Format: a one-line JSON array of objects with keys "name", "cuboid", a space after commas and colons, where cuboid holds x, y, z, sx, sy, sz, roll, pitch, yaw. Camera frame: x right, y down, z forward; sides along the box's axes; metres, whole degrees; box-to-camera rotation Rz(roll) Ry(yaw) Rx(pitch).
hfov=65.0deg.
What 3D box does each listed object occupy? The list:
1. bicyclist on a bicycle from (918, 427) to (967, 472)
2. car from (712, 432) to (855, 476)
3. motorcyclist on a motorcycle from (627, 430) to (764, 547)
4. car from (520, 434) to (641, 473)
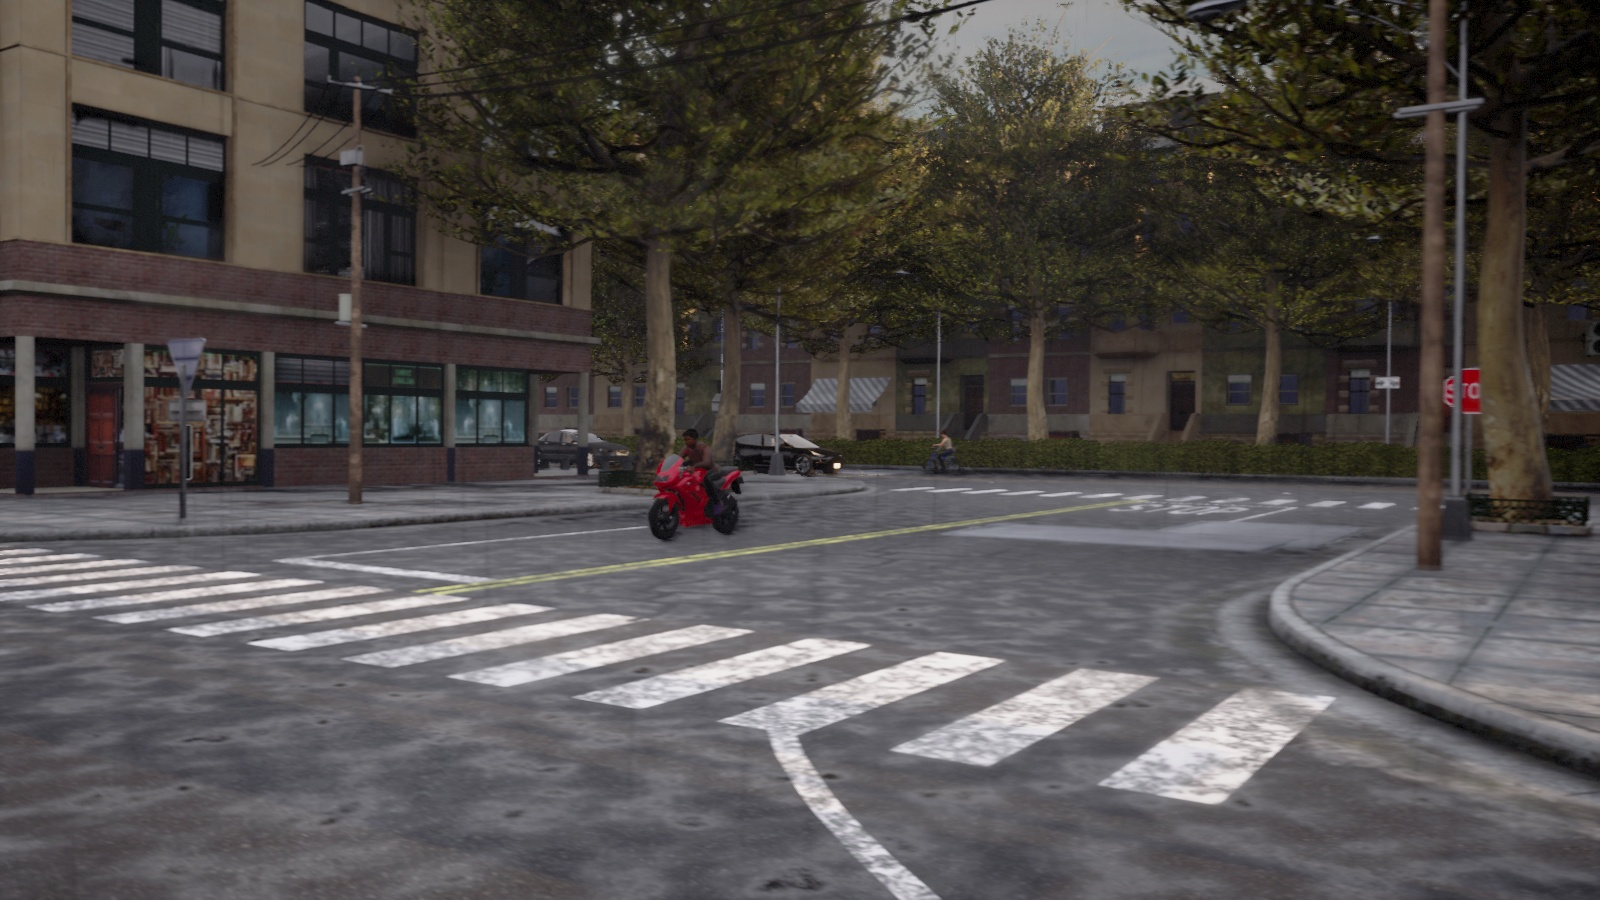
[{"name": "bicyclist on a bicycle", "cuboid": [5.201, -0.003, 45.767, 1.509, 1.612, 0.866, -1, 0, 33]}, {"name": "car", "cuboid": [-0.634, 0.117, 45.440, 4.792, 1.488, 2.163, 0, 1, 34]}, {"name": "motorcyclist on a motorcycle", "cuboid": [-1.419, 0.488, 17.466, 0.797, 1.523, 2.044, 0, 1, 33]}, {"name": "car", "cuboid": [-8.933, 0.119, 50.920, 4.892, 1.490, 1.837, 1, 1, 34]}]
